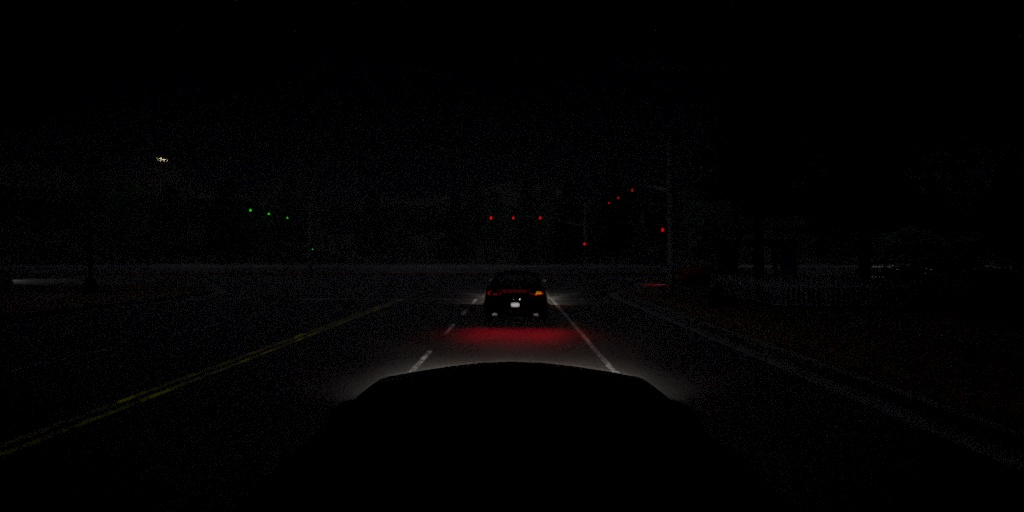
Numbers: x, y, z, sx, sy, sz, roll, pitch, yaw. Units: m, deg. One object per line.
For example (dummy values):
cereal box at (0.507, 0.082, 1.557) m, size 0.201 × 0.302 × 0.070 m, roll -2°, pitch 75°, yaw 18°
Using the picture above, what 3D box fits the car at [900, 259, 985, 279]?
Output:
car at (36.901, 1.076, 30.519) m, size 4.553 × 1.767 × 2.097 m, roll 0°, pitch 0°, yaw 10°

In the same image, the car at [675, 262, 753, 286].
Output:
car at (13.739, 1.191, 24.274) m, size 5.008 × 1.535 × 1.882 m, roll 0°, pitch 0°, yaw -1°

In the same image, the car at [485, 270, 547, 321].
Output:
car at (0.196, 1.235, 12.535) m, size 1.882 × 1.535 × 5.008 m, roll 0°, pitch 0°, yaw 2°

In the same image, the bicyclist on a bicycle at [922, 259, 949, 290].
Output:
bicyclist on a bicycle at (22.863, 1.014, 19.386) m, size 0.582 × 1.620 × 1.656 m, roll 0°, pitch 0°, yaw 0°

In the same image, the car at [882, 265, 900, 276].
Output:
car at (37.925, 1.291, 33.869) m, size 4.181 × 1.385 × 1.994 m, roll 0°, pitch 0°, yaw 10°
